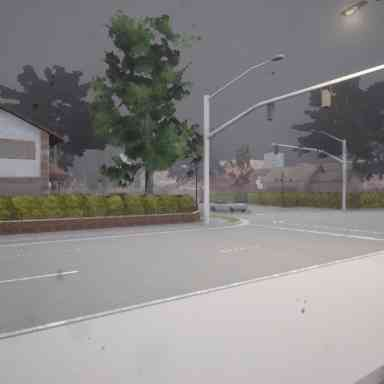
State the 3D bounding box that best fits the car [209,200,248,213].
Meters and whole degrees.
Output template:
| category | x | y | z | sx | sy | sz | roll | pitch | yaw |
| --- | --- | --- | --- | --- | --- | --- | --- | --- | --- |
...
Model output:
| category | x | y | z | sx | sy | sz | roll | pitch | yaw |
| --- | --- | --- | --- | --- | --- | --- | --- | --- | --- |
| car | 3.869 | 1.510 | 36.329 | 1.895 | 1.301 | 4.718 | 0 | 0 | -36 |
